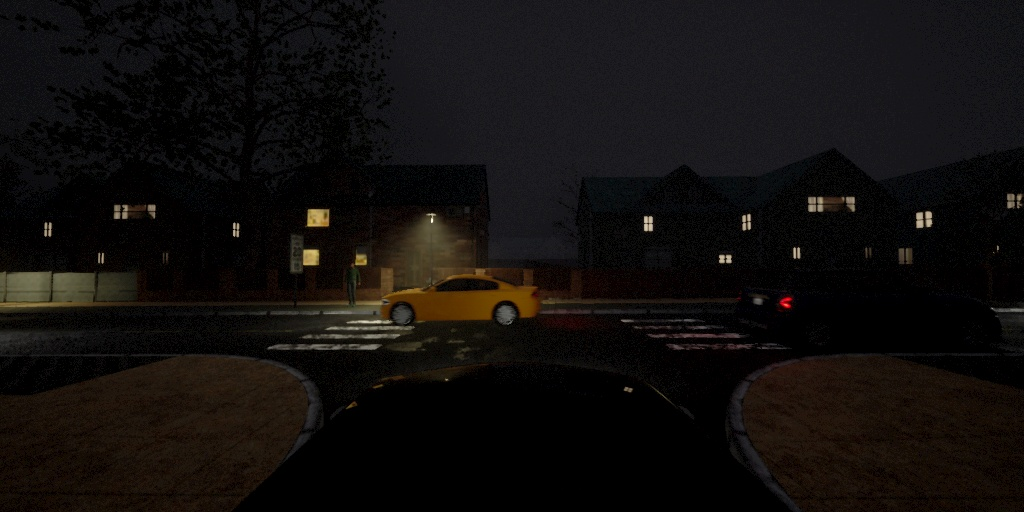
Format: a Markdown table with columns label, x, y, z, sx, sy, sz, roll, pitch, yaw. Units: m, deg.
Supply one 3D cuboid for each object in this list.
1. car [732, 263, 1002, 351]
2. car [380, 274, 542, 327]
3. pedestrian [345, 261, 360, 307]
| label | x | y | z | sx | sy | sz | roll | pitch | yaw |
| --- | --- | --- | --- | --- | --- | --- | --- | --- | --- |
| car | 7.754 | 1.041 | 8.159 | 4.553 | 1.767 | 2.097 | 0 | -1 | 2 |
| car | -1.577 | 1.330 | 11.390 | 5.008 | 1.535 | 1.882 | 0 | -1 | 2 |
| pedestrian | -6.455 | 1.112 | 14.464 | 0.375 | 1.860 | 0.375 | 0 | -1 | 2 |
